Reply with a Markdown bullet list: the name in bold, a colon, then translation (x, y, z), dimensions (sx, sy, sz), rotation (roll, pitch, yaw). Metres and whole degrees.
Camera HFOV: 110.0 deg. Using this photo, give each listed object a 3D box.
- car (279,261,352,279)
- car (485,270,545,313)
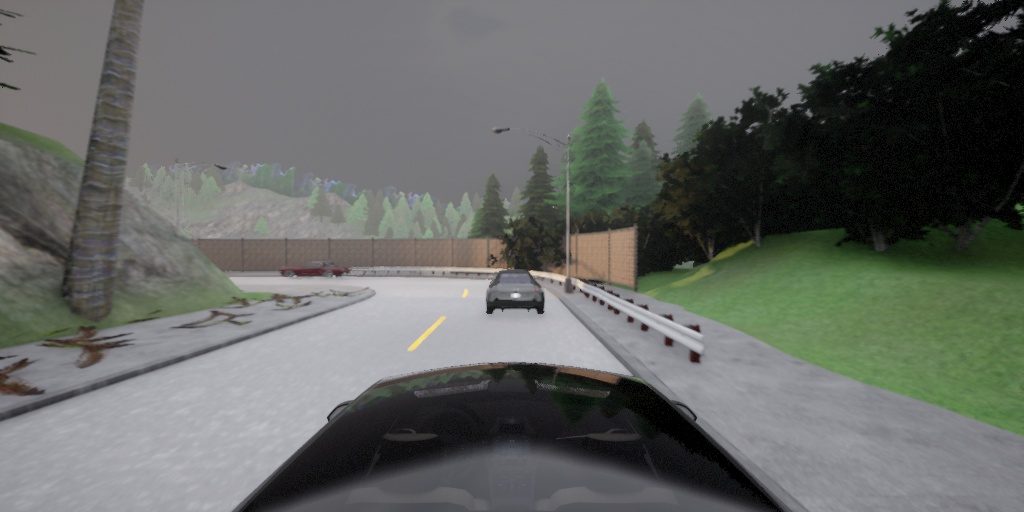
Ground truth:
- **car**: translation (-15.091, 1.066, 27.615), dimensions (4.718, 1.301, 1.895), rotation (0, 1, -2)
- **car**: translation (0.067, 1.187, 13.224), dimensions (1.994, 1.385, 4.181), rotation (0, 1, -1)
